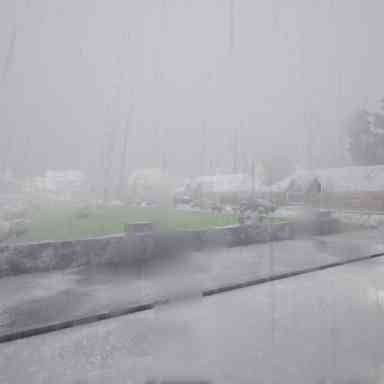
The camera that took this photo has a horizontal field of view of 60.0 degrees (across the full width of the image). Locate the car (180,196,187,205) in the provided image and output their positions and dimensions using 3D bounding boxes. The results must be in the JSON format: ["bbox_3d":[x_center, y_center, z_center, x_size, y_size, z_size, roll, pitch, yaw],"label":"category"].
[{"bbox_3d":[-1.653,1.478,57.635,1.882,1.535,5.008,0,0,-35],"label":"car"}]

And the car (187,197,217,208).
[{"bbox_3d":[1.619,1.564,45.913,1.994,1.385,4.181,0,0,-36],"label":"car"}]

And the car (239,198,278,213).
[{"bbox_3d":[7.466,1.505,37.703,1.837,1.490,4.892,0,0,-35],"label":"car"}]

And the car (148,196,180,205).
[{"bbox_3d":[-4.746,1.547,54.917,2.033,1.411,5.357,0,0,-35],"label":"car"}]

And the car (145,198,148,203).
[{"bbox_3d":[-7.579,1.478,65.868,1.882,1.535,5.008,0,0,-35],"label":"car"}]
